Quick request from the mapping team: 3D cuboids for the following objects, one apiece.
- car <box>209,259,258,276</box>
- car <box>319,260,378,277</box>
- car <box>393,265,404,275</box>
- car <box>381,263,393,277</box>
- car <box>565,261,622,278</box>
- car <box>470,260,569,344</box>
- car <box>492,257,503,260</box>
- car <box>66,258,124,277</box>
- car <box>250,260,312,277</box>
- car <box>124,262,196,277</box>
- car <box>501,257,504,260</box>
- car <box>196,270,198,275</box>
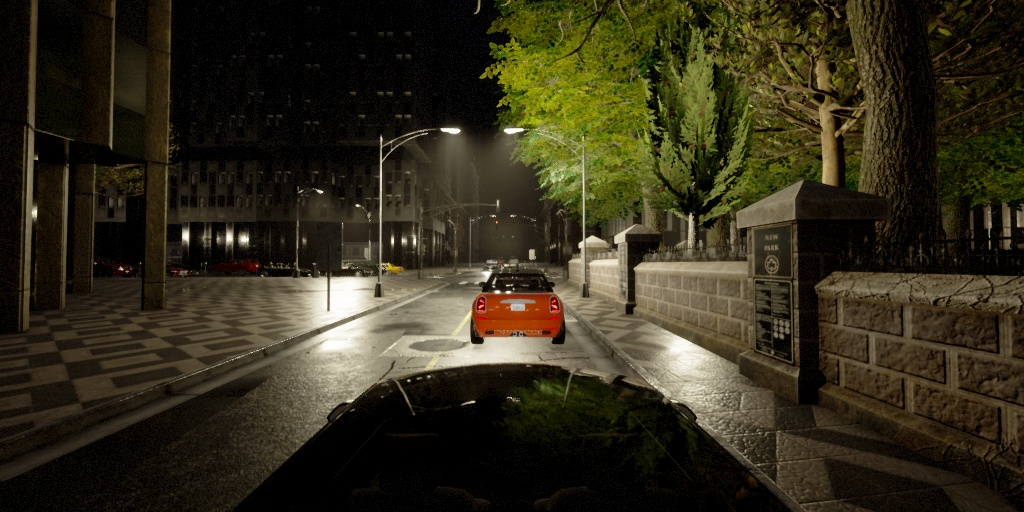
[{"bbox_3d":[-30.955,1.237,40.198,5.009,1.841,2.192,0,0,1],"label":"car"},{"bbox_3d":[-14.497,1.267,31.504,4.403,1.370,2.007,0,0,1],"label":"car"},{"bbox_3d":[-14.588,1.425,40.028,4.829,1.417,1.751,0,0,1],"label":"car"},{"bbox_3d":[-14.206,1.127,34.181,4.553,1.767,2.097,0,-1,1],"label":"car"},{"bbox_3d":[7.655,1.245,33.950,4.902,1.511,2.128,0,-1,1],"label":"car"},{"bbox_3d":[0.132,1.107,9.723,2.097,1.767,4.553,0,0,0],"label":"car"},{"bbox_3d":[-2.859,1.325,50.787,2.128,1.511,4.902,0,0,0],"label":"car"},{"bbox_3d":[-36.548,1.061,31.732,5.009,1.841,2.192,0,0,1],"label":"car"},{"bbox_3d":[-20.010,1.289,31.561,4.313,1.339,1.948,0,0,1],"label":"car"},{"bbox_3d":[-31.036,1.320,31.675,4.207,1.307,1.802,0,0,1],"label":"car"},{"bbox_3d":[-2.792,1.369,61.162,1.837,1.490,4.892,0,0,1],"label":"car"},{"bbox_3d":[-33.009,1.303,34.380,4.892,1.490,1.837,0,-1,1],"label":"car"}]
